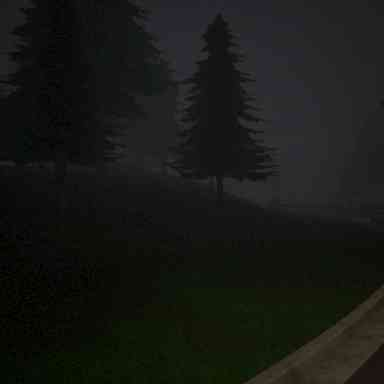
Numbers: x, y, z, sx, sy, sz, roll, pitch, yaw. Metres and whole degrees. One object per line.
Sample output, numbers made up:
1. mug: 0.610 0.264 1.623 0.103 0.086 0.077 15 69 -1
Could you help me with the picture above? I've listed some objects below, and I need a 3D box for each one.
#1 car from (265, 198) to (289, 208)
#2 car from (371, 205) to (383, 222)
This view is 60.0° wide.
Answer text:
1. car: 12.764 1.656 50.058 1.837 1.490 4.892 0 0 -16
2. car: 14.566 1.561 23.981 1.812 1.442 4.674 0 0 10
